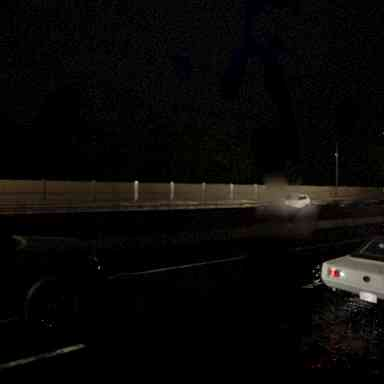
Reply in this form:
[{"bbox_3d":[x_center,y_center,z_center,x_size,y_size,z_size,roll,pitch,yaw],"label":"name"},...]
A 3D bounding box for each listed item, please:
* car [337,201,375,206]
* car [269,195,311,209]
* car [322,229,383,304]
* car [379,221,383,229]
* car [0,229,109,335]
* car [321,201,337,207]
[{"bbox_3d":[16.927,1.634,33.326,4.674,1.442,1.812,0,0,-36],"label":"car"},{"bbox_3d":[11.222,1.328,37.853,5.566,2.045,2.150,0,0,-36],"label":"car"},{"bbox_3d":[5.024,1.636,7.347,4.718,1.301,1.895,0,0,-36],"label":"car"},{"bbox_3d":[10.568,1.600,15.620,4.674,1.442,1.812,0,0,-36],"label":"car"},{"bbox_3d":[-4.158,1.219,5.079,5.566,2.045,2.150,0,0,-36],"label":"car"},{"bbox_3d":[16.142,1.673,37.063,4.181,1.385,1.994,0,0,-36],"label":"car"}]
